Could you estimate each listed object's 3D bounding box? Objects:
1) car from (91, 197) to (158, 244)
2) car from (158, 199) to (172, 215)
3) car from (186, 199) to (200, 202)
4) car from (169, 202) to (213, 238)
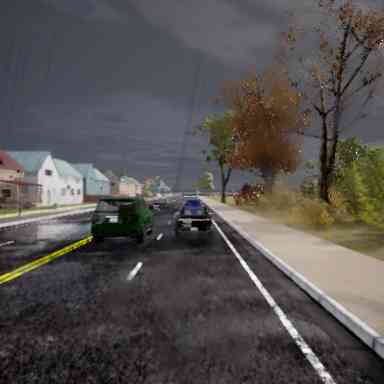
[{"bbox_3d":[-3.146,1.228,16.047,2.150,2.045,5.566,0,0,0],"label":"car"},{"bbox_3d":[-3.144,1.512,34.434,2.128,1.511,4.902,0,0,0],"label":"car"},{"bbox_3d":[0.108,1.500,36.239,1.882,1.535,5.008,0,0,0],"label":"car"},{"bbox_3d":[0.103,1.499,17.784,2.128,1.511,4.902,0,0,0],"label":"car"}]
